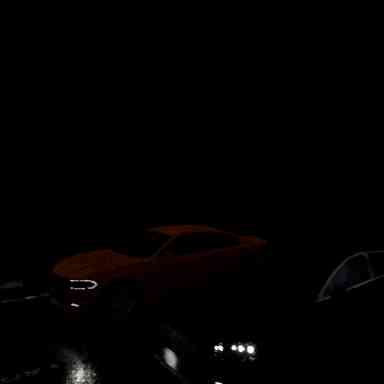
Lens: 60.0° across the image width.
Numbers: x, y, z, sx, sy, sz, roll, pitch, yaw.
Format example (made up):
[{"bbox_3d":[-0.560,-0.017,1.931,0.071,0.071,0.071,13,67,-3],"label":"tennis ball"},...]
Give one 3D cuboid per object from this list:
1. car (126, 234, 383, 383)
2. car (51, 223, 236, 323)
[{"bbox_3d":[1.774,1.503,4.950,4.902,1.511,2.128,0,0,-36],"label":"car"},{"bbox_3d":[-0.432,1.488,7.371,5.008,1.535,1.882,0,0,-36],"label":"car"}]
